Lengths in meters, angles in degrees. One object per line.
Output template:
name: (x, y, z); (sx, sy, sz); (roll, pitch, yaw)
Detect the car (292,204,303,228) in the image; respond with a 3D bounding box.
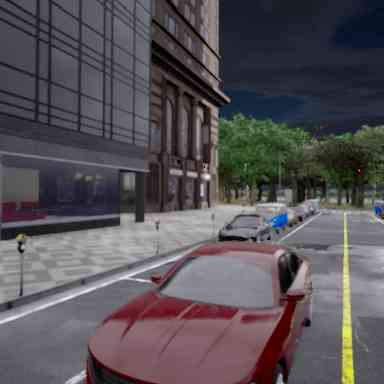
car: (7.181, 1.869, 25.670); (1.752, 1.417, 4.829); (0, -1, 25)

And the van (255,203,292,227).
van: (4.976, 1.613, 20.889); (1.690, 1.788, 3.998); (0, -1, 25)

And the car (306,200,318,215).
car: (14.084, 2.011, 40.637); (1.967, 1.590, 4.097); (0, -1, 25)

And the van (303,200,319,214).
van: (16.362, 1.988, 45.576); (1.690, 1.788, 3.998); (0, -1, 25)

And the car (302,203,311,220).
car: (9.529, 1.987, 30.761); (1.947, 1.339, 4.313); (0, -1, 25)

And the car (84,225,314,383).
car: (0.626, 1.536, 4.859); (1.882, 1.535, 5.008); (0, -1, 25)

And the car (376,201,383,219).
car: (19.549, 1.834, 32.131); (2.192, 1.841, 5.009); (0, -1, 25)

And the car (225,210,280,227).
car: (2.698, 1.764, 15.949); (1.947, 1.339, 4.313); (0, -1, 25)

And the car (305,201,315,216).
car: (11.735, 2.019, 35.545); (1.752, 1.417, 4.829); (0, -1, 25)
